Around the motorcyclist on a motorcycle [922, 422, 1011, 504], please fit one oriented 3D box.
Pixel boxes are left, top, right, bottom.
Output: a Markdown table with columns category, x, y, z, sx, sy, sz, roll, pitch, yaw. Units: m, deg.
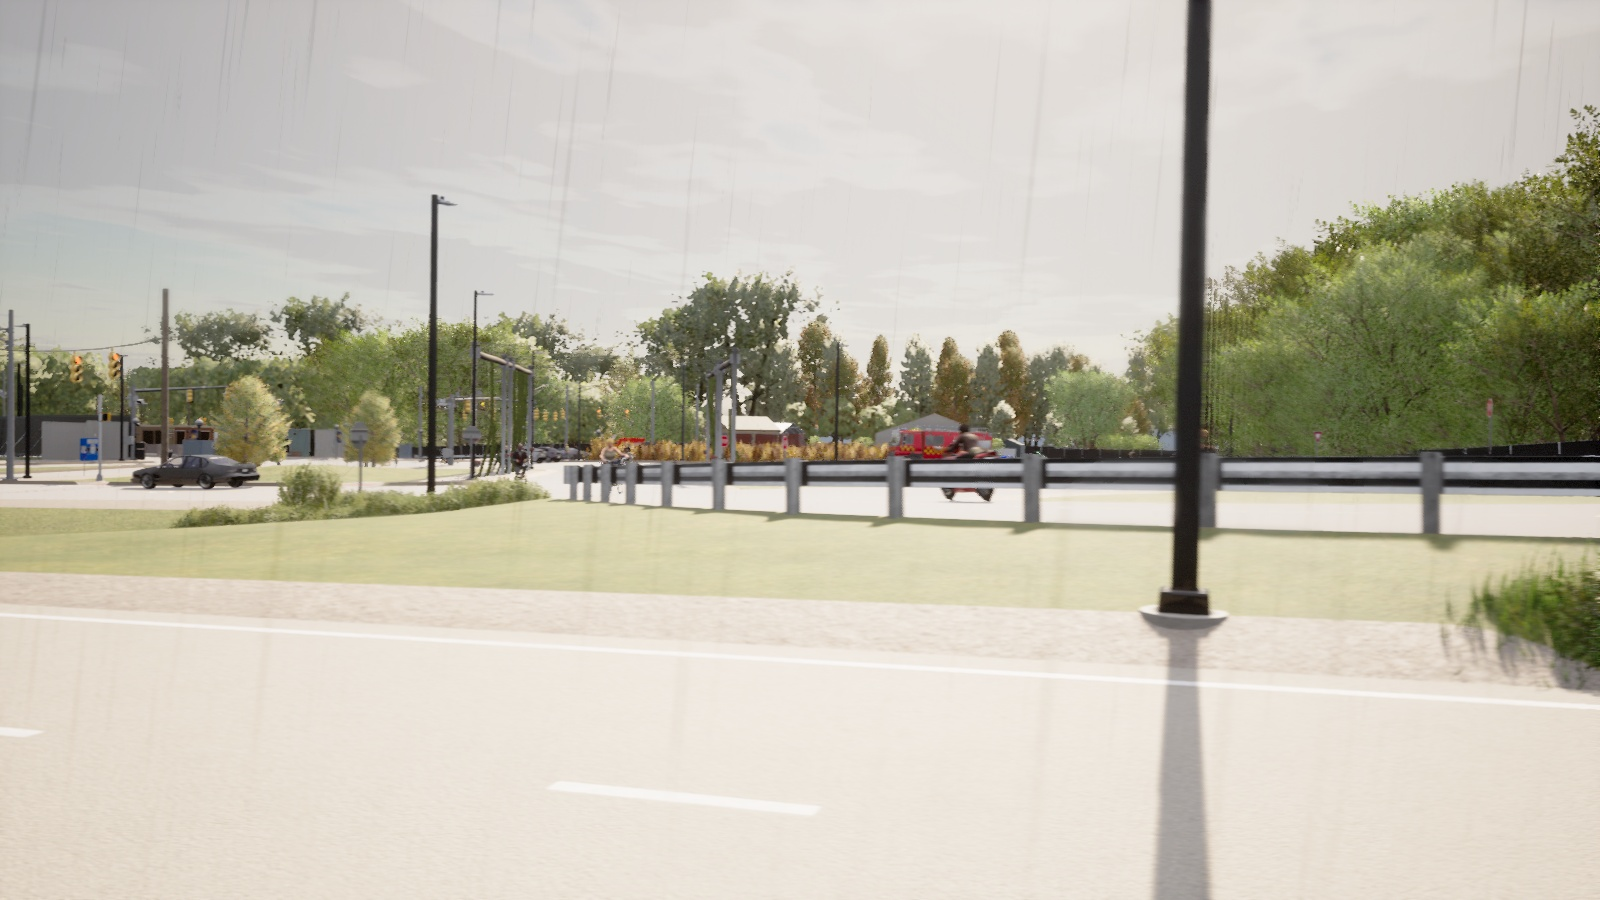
| category | x | y | z | sx | sy | sz | roll | pitch | yaw |
| --- | --- | --- | --- | --- | --- | --- | --- | --- | --- |
| motorcyclist on a motorcycle | 3.235 | 0.275 | 24.616 | 0.797 | 1.523 | 2.044 | 1 | -2 | -23 |

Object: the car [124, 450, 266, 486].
| category | x | y | z | sx | sy | sz | roll | pitch | yaw |
| --- | --- | --- | --- | --- | --- | --- | --- | --- | --- |
| car | -25.097 | 0.705 | 52.118 | 5.357 | 1.411 | 2.033 | 0 | 1 | 18 |
